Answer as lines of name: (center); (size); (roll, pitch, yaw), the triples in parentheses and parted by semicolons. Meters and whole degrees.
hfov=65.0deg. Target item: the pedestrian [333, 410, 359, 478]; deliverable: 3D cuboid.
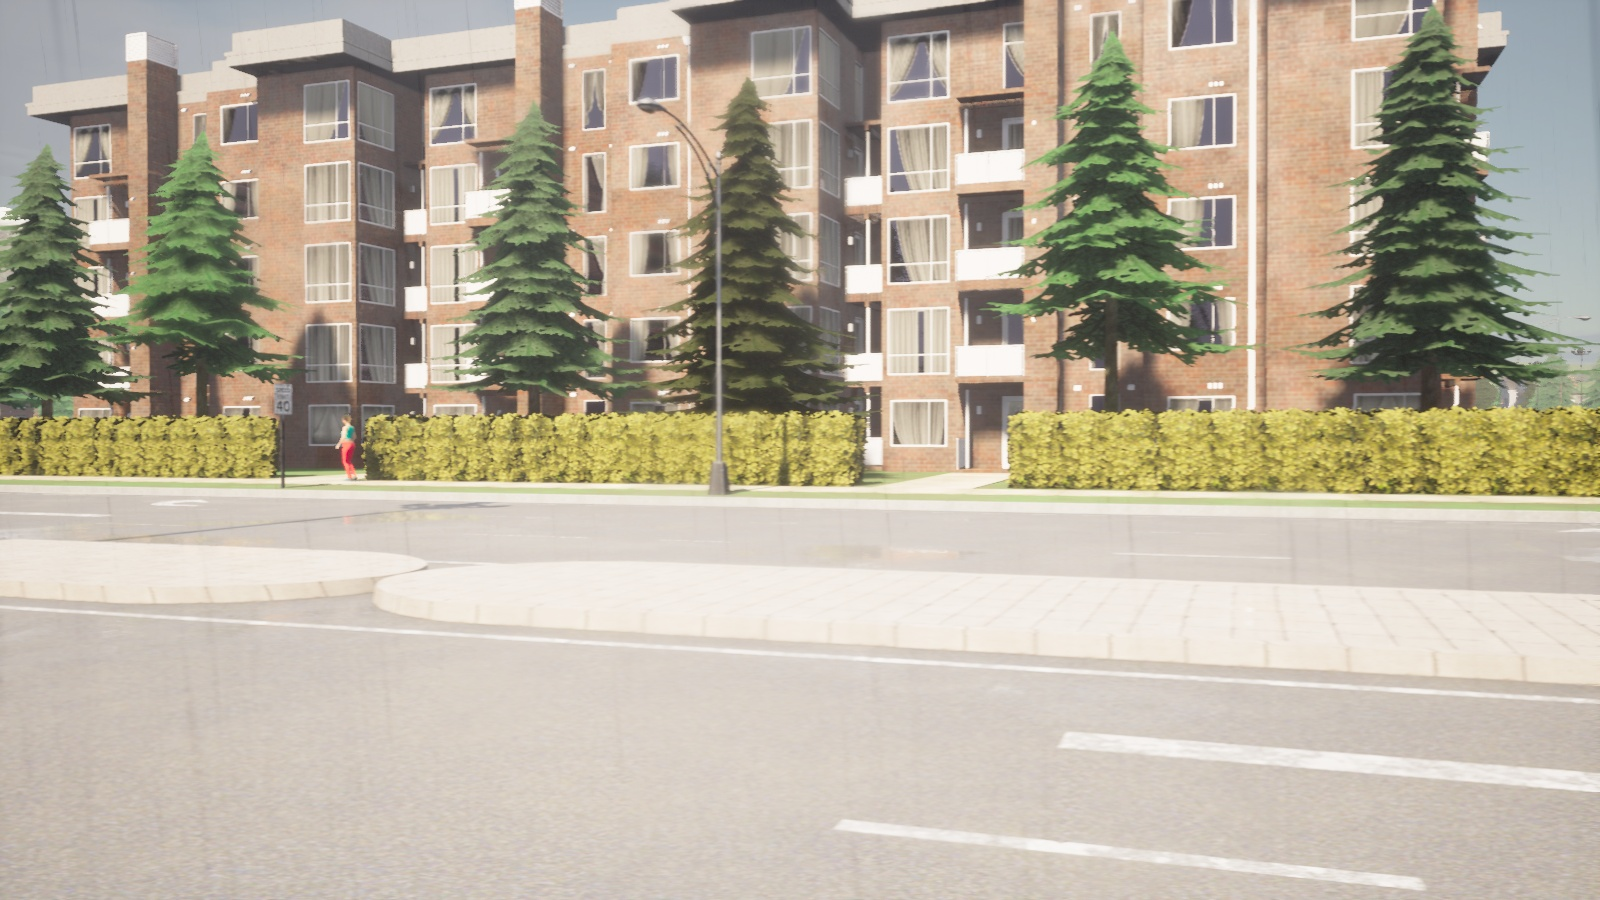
pedestrian: (-12.352, -0.165, 34.181); (0.594, 1.836, 0.345); (1, 1, 19)

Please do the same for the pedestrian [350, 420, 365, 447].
pedestrian: (-30.636, -1.144, 86.980); (0.563, 1.883, 0.849); (1, 1, 22)
